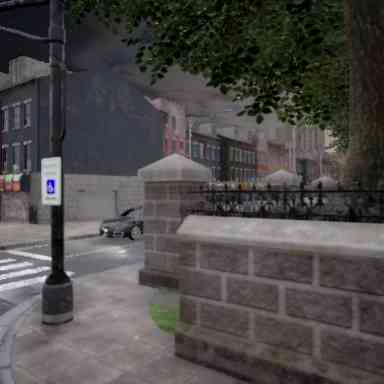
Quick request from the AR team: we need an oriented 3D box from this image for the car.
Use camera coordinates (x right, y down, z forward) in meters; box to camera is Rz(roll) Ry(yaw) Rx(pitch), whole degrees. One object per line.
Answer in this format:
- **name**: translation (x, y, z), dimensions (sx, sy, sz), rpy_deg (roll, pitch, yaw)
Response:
- **car**: translation (-2.409, 1.447, 16.670), dimensions (1.837, 1.490, 4.892), rpy_deg (0, 0, 35)
